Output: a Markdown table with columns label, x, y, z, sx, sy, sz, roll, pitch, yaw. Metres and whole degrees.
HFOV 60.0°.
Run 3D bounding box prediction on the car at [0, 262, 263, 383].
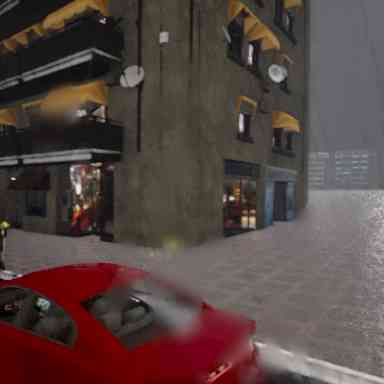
| label | x | y | z | sx | sy | sz | roll | pitch | yaw |
| --- | --- | --- | --- | --- | --- | --- | --- | --- | --- |
| car | -1.438 | 1.531 | 3.892 | 4.507 | 1.381 | 1.887 | 0 | 1 | 36 |
